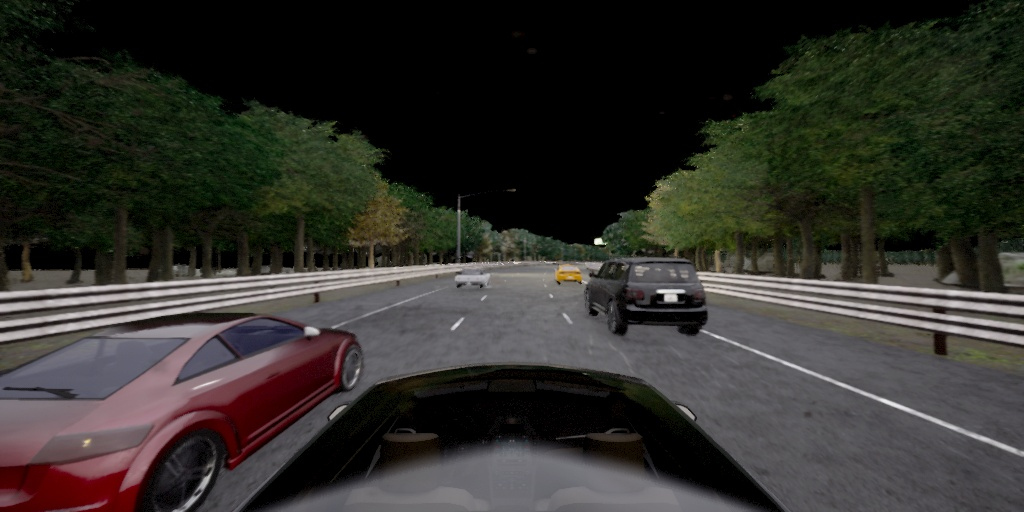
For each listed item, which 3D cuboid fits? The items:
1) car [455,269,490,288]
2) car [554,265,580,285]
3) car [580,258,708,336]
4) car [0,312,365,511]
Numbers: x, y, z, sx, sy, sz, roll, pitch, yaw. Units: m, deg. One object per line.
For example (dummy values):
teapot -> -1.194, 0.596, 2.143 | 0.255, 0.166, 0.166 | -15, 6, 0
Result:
car -> -2.699, 1.560, 25.648 | 1.895, 1.301, 4.718 | 0, 0, 3
car -> 4.573, 1.482, 29.631 | 1.882, 1.535, 5.008 | 0, 0, 4
car -> 3.717, 1.069, 10.956 | 2.150, 2.045, 5.566 | 0, 0, 1
car -> -3.368, 1.326, 4.109 | 1.994, 1.385, 4.181 | 0, -1, 0
